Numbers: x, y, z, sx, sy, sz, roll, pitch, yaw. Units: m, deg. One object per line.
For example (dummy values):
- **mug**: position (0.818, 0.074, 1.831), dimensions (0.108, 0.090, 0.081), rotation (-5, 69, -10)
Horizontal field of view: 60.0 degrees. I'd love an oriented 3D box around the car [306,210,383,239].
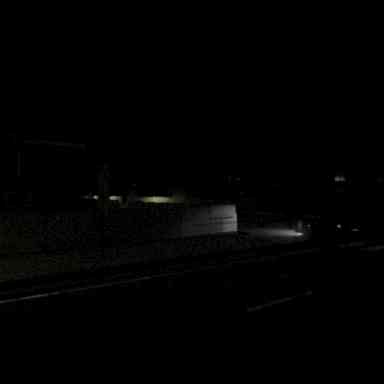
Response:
- **car**: position (8.341, 1.560, 16.033), dimensions (5.357, 1.411, 2.033), rotation (0, 0, 22)
